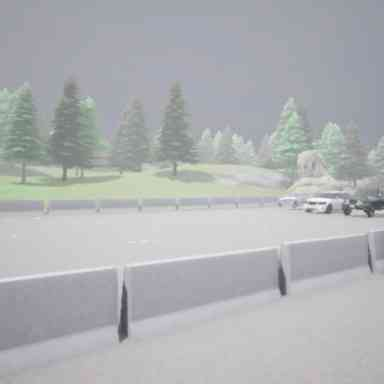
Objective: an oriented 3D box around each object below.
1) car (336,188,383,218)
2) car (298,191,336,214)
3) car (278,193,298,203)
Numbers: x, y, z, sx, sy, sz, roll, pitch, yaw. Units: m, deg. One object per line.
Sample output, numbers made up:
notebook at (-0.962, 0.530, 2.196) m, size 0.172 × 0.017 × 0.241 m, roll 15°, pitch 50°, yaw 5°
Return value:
car at (14.403, 0.718, 26.844) m, size 5.566 × 2.045 × 2.150 m, roll 0°, pitch 2°, yaw -35°
car at (12.368, 0.910, 29.700) m, size 5.566 × 2.045 × 2.150 m, roll 0°, pitch 2°, yaw -35°
car at (10.369, 0.726, 32.569) m, size 4.674 × 1.442 × 1.812 m, roll 0°, pitch 2°, yaw -35°
